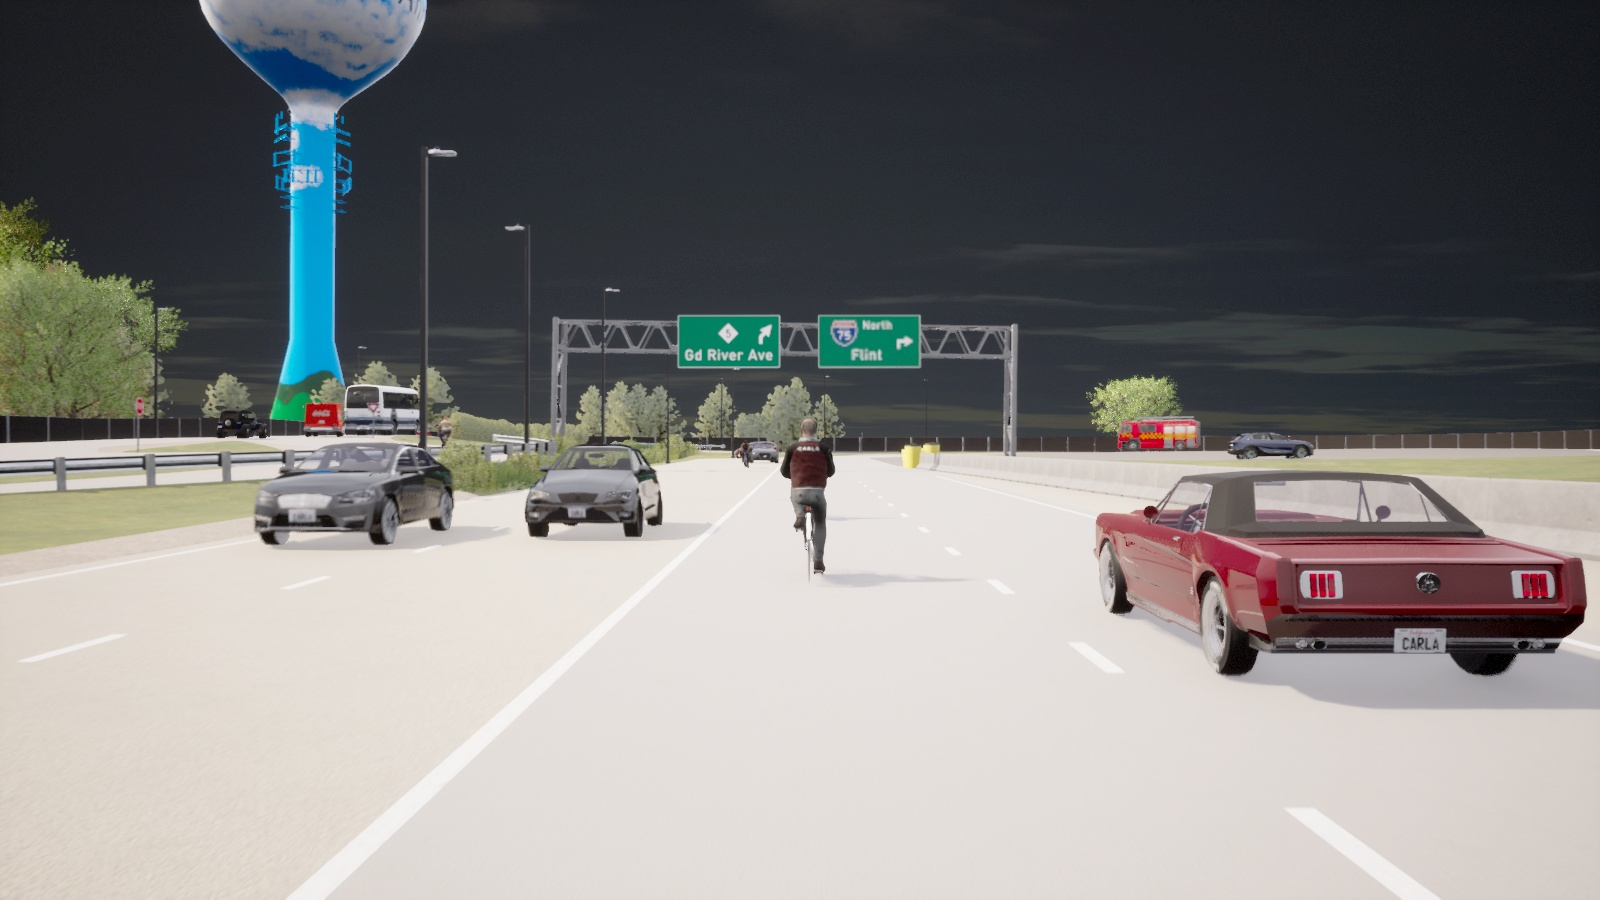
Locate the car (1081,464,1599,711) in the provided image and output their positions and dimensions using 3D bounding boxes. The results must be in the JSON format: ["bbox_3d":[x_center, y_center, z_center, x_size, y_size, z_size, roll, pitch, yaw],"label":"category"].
[{"bbox_3d":[3.569,0.798,9.400,1.895,1.301,4.718,0,0,0],"label":"car"}]

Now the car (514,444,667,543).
[{"bbox_3d":[-3.365,0.637,20.936,1.816,1.474,4.193,0,0,0],"label":"car"}]

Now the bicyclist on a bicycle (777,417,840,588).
[{"bbox_3d":[0.096,0.539,14.022,0.659,1.776,1.843,0,1,0],"label":"bicyclist on a bicycle"}]

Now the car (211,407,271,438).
[{"bbox_3d":[-35.845,-1.739,80.649,1.905,1.878,3.866,1,1,4],"label":"car"}]

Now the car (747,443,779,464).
[{"bbox_3d":[-2.610,0.240,88.208,1.994,1.385,4.181,0,0,-6],"label":"car"}]

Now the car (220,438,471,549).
[{"bbox_3d":[-6.872,0.583,19.671,2.128,1.511,4.902,0,0,0],"label":"car"}]

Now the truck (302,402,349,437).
[{"bbox_3d":[-35.019,-2.273,92.800,2.627,2.467,5.204,0,2,-14],"label":"truck"}]

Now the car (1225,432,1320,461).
[{"bbox_3d":[28.019,-0.217,74.548,4.856,1.649,2.033,-1,0,2],"label":"car"}]
